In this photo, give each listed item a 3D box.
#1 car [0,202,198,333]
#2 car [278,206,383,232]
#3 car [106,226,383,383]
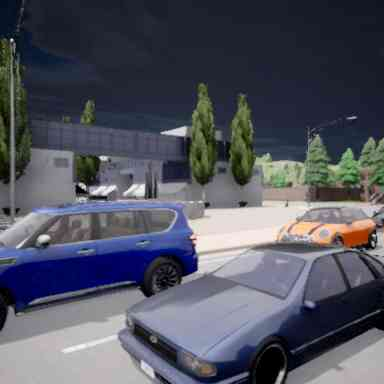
[{"bbox_3d":[-2.393,1.244,6.662,5.566,2.045,2.150,0,0,-38],"label":"car"},{"bbox_3d":[5.184,1.362,12.631,4.553,1.767,2.097,0,0,-41],"label":"car"},{"bbox_3d":[1.633,1.554,5.270,5.357,1.411,2.033,0,0,-37],"label":"car"}]
